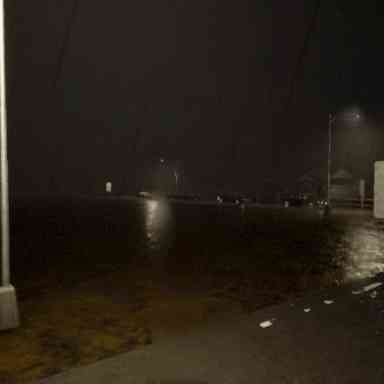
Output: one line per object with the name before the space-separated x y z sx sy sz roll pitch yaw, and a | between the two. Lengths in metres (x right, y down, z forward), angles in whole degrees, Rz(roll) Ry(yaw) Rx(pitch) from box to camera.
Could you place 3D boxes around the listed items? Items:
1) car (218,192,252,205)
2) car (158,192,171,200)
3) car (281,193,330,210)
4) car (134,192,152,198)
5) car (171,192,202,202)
car | 5.156 0.757 40.456 1.837 1.490 4.892 1 0 -36
car | -4.159 0.661 59.898 2.033 1.411 5.357 1 0 -35
car | 10.928 0.873 32.353 1.837 1.490 4.892 1 0 -35
car | -10.168 0.649 68.259 1.895 1.301 4.718 1 0 -35
car | -0.629 0.754 48.589 1.895 1.301 4.718 1 0 -35
